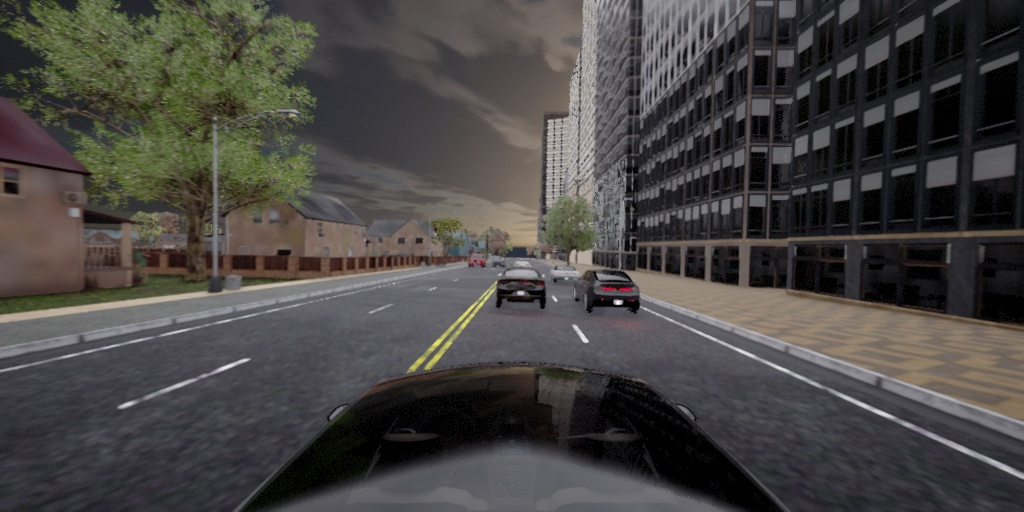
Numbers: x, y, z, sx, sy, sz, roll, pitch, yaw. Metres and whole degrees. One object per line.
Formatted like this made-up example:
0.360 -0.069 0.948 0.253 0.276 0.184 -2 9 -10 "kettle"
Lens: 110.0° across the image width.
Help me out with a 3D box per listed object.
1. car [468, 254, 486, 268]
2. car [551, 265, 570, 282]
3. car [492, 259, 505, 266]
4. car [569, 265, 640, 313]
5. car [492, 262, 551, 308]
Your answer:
-5.128 0.700 53.356 2.150 2.045 5.566 1 0 2 "car"
3.999 1.322 27.917 1.895 1.301 4.718 1 0 2 "car"
-1.902 1.087 52.903 2.033 1.411 5.357 1 0 2 "car"
3.609 1.270 14.288 1.837 1.490 4.892 1 0 2 "car"
0.388 1.180 15.125 1.882 1.535 5.008 1 -1 2 "car"
